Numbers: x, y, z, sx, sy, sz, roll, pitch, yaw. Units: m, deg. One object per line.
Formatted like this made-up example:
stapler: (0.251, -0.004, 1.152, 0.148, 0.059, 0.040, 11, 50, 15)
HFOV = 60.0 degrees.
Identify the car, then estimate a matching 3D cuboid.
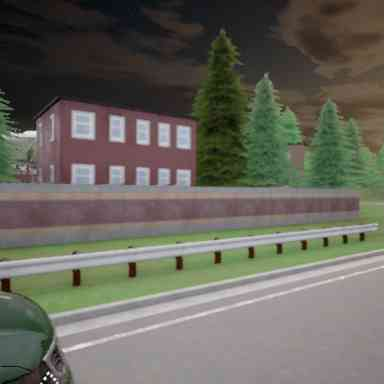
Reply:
car: (-3.378, 1.212, 1.335, 5.566, 2.045, 2.150, 0, 0, -36)
